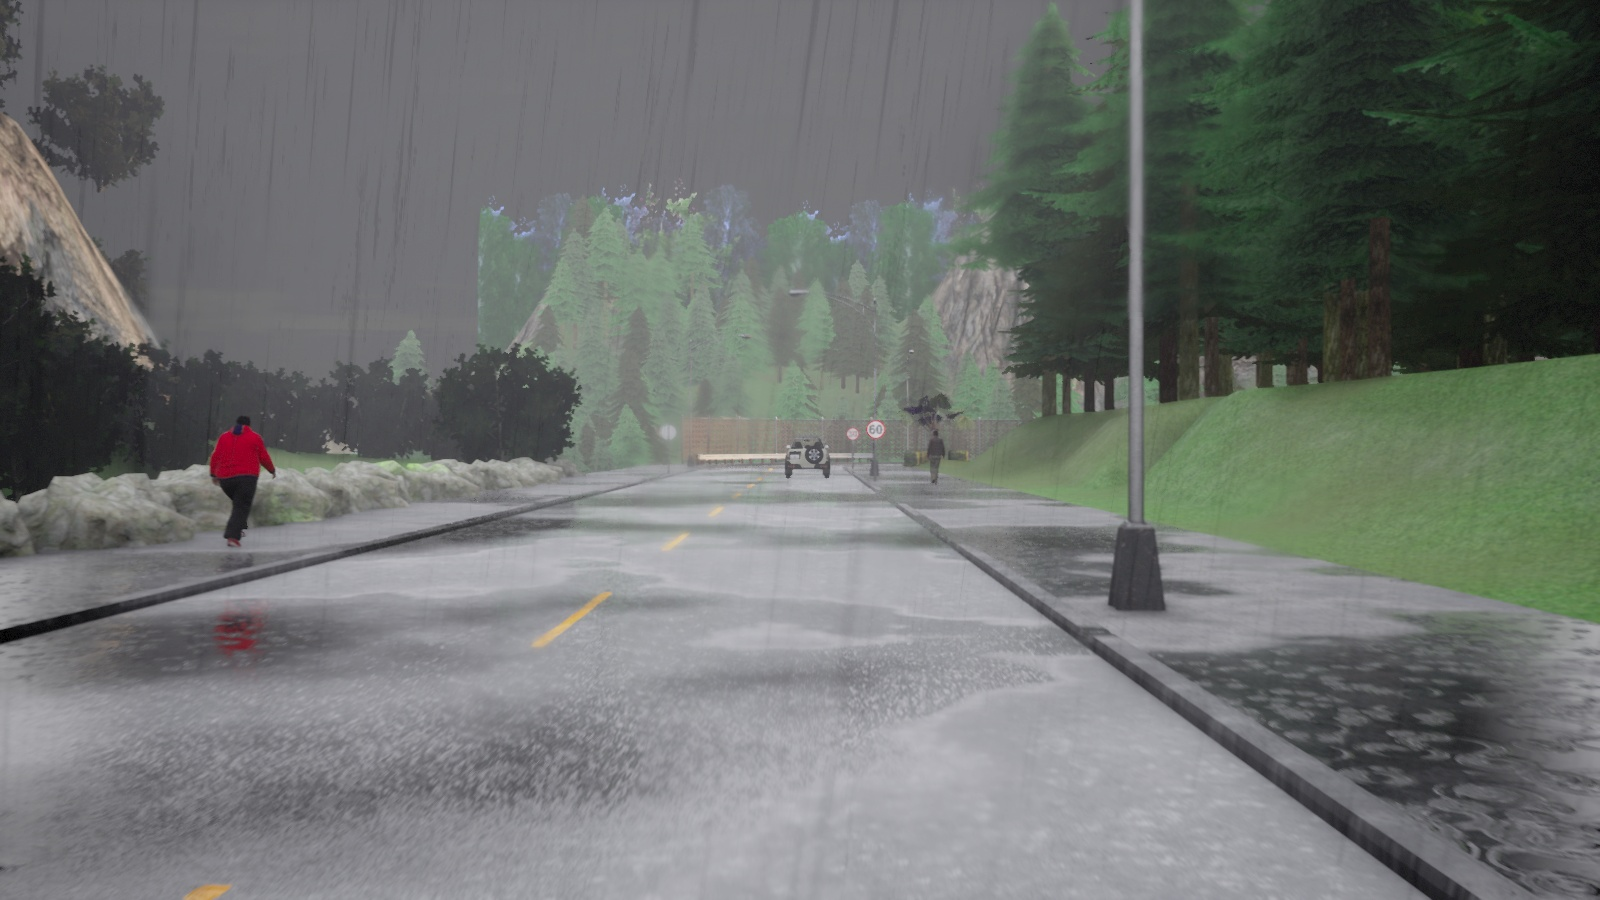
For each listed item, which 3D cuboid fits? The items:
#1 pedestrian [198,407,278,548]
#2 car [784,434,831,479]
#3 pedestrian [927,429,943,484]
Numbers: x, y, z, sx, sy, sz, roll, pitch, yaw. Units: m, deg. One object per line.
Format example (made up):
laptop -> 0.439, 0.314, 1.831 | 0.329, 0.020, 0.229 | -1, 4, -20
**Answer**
pedestrian -> -7.562, 0.355, 16.927 | 0.634, 1.844, 0.899 | 0, 0, 3
car -> 0.331, 0.255, 54.587 | 1.932, 1.855, 4.605 | 0, 0, 0
pedestrian -> 4.587, 0.220, 42.596 | 0.431, 1.840, 0.703 | 0, 0, -2
